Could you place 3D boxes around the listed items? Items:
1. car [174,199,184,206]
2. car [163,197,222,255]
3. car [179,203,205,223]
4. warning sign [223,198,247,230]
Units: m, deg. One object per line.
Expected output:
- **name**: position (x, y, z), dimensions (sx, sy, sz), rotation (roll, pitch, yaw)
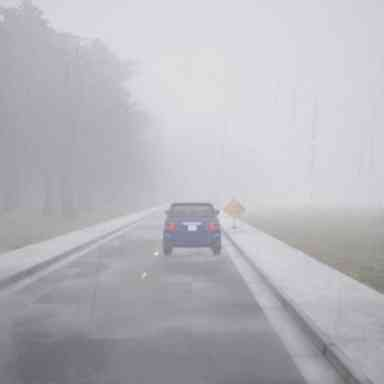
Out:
- **car**: position (-2.700, 2.210, 70.976), dimensions (1.994, 1.385, 4.181), rotation (0, -1, 0)
- **car**: position (0.011, 1.348, 14.021), dimensions (2.150, 2.045, 5.566), rotation (0, 0, 0)
- **car**: position (0.025, 1.766, 29.295), dimensions (2.128, 1.511, 4.902), rotation (0, 0, 0)
- **warning sign**: position (2.532, 1.301, 19.854), dimensions (1.300, 1.860, 1.060), rotation (0, -1, 0)
